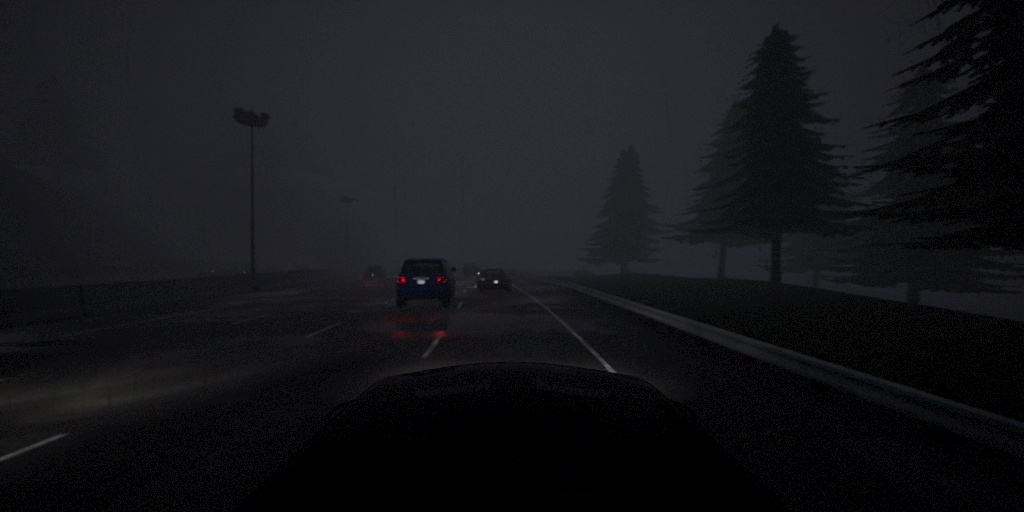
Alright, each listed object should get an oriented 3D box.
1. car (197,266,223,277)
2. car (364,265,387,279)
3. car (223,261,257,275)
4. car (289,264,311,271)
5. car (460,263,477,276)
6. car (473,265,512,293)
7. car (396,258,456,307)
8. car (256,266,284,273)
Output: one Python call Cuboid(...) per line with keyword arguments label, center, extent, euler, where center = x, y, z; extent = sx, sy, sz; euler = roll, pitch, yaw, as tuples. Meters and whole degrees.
Cuboid(label="car", center=(-39.438, 2.015, 47.304), extent=(1.882, 1.535, 5.008), euler=(0, 0, -19))
Cuboid(label="car", center=(-14.789, 1.691, 38.862), extent=(1.837, 1.490, 4.892), euler=(0, 0, -14))
Cuboid(label="car", center=(-35.992, 1.724, 48.096), extent=(2.150, 2.045, 5.566), euler=(0, 0, -19))
Cuboid(label="car", center=(-28.980, 1.903, 49.094), extent=(1.882, 1.535, 5.008), euler=(0, 0, -18))
Cuboid(label="car", center=(-5.170, 1.582, 43.645), extent=(1.882, 1.535, 5.008), euler=(0, 0, -15))
Cuboid(label="car", center=(-1.206, 1.475, 22.659), extent=(1.994, 1.385, 4.181), euler=(-1, 0, -8))
Cuboid(label="car", center=(-3.853, 1.123, 16.675), extent=(2.150, 2.045, 5.566), euler=(0, 0, -6))
Cuboid(label="car", center=(-32.582, 2.030, 48.803), extent=(1.994, 1.385, 4.181), euler=(-1, 0, -19))
